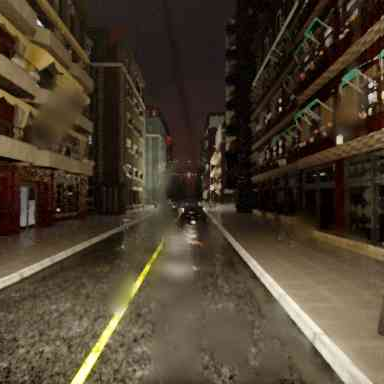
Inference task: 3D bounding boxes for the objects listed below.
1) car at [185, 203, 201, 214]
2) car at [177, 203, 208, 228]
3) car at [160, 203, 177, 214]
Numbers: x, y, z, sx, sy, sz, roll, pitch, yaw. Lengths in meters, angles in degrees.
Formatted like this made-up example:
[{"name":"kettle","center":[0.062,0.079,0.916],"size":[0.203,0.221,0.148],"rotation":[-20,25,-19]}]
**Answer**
[{"name":"car","center":[0.095,2.014,41.400],"size":[1.895,1.301,4.718],"rotation":[0,-1,0]},{"name":"car","center":[0.096,1.742,24.210],"size":[1.837,1.490,4.892],"rotation":[0,0,0]},{"name":"car","center":[-2.755,2.020,41.021],"size":[1.994,1.385,4.181],"rotation":[0,-1,0]}]
